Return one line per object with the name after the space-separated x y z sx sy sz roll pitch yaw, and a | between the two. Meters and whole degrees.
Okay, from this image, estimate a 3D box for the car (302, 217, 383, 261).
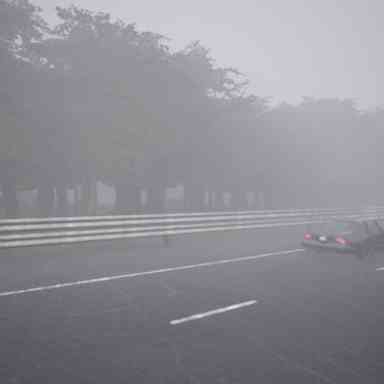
6.523 1.662 12.803 5.357 1.411 2.033 1 0 -35 | car
